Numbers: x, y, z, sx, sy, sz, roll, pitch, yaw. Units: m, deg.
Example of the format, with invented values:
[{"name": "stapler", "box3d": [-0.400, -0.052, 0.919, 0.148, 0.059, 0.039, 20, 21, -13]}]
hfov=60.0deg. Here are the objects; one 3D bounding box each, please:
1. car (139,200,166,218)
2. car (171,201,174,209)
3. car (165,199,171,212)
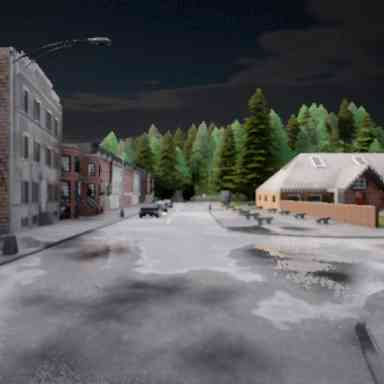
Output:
[{"name": "car", "box3d": [-4.073, 1.797, 33.324, 2.033, 1.411, 5.357, 0, 0, 0]}, {"name": "car", "box3d": [-4.031, 1.923, 53.222, 1.812, 1.442, 4.674, 0, 0, 1]}, {"name": "car", "box3d": [-4.069, 1.846, 42.937, 1.812, 1.442, 4.674, 0, 0, 0]}]
